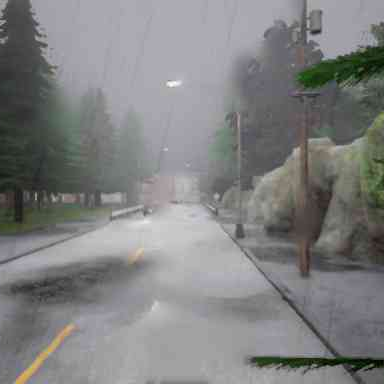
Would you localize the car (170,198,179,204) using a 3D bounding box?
[{"bbox_3d":[-4.011,2.089,75.837,1.882,1.535,5.008,0,0,0],"label":"car"}]

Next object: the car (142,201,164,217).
[{"bbox_3d":[-4.000,1.722,34.984,2.128,1.511,4.902,0,0,0],"label":"car"}]
